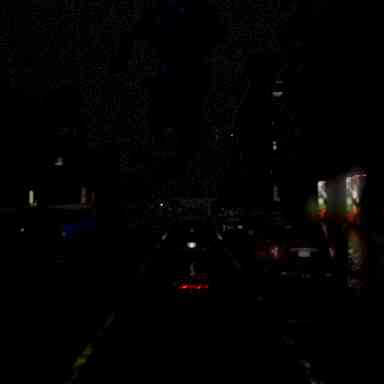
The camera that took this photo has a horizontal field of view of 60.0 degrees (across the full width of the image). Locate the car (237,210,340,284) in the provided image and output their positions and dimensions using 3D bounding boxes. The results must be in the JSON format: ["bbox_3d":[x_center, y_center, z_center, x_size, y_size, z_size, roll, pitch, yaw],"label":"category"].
[{"bbox_3d":[2.705,1.536,9.947,1.967,1.590,4.097,1,-1,0],"label":"car"}]

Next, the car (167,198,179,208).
[{"bbox_3d":[-3.011,2.170,60.648,1.895,1.301,4.718,0,-1,0],"label":"car"}]

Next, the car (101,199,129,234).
[{"bbox_3d":[-5.674,1.513,20.768,2.192,1.841,5.009,1,-1,0],"label":"car"}]

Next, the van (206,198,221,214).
[{"bbox_3d":[2.701,1.740,42.389,1.690,1.788,3.998,1,-1,0],"label":"van"}]

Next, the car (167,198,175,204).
[{"bbox_3d":[-5.768,2.397,91.161,1.887,1.381,4.507,1,-1,0],"label":"car"}]

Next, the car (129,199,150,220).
[{"bbox_3d":[-5.677,1.614,31.582,2.192,1.841,5.009,1,-1,0],"label":"car"}]

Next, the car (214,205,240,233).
[{"bbox_3d":[2.701,1.748,20.760,2.008,1.369,4.403,1,-1,0],"label":"car"}]

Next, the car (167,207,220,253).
[{"bbox_3d":[0.002,1.645,14.302,1.837,1.490,4.892,0,0,0],"label":"car"}]

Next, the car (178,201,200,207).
[{"bbox_3d":[0.001,1.757,29.487,1.882,1.535,5.008,0,0,0],"label":"car"}]

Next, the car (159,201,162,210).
[{"bbox_3d":[-5.686,2.051,53.207,2.008,1.369,4.403,1,-1,0],"label":"car"}]

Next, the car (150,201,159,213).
[{"bbox_3d":[-5.681,1.840,42.395,1.967,1.590,4.097,1,-1,0],"label":"car"}]

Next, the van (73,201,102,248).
[{"bbox_3d":[-5.674,1.488,15.361,1.690,1.788,3.998,1,-1,0],"label":"van"}]

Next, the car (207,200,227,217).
[{"bbox_3d":[2.700,1.789,36.982,1.967,1.590,4.097,1,-1,0],"label":"car"}]

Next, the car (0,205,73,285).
[{"bbox_3d":[-5.673,1.411,9.954,2.192,1.841,5.009,1,-1,0],"label":"car"}]

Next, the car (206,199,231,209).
[{"bbox_3d":[2.703,1.613,31.576,2.192,1.841,5.009,1,-1,0],"label":"car"}]
